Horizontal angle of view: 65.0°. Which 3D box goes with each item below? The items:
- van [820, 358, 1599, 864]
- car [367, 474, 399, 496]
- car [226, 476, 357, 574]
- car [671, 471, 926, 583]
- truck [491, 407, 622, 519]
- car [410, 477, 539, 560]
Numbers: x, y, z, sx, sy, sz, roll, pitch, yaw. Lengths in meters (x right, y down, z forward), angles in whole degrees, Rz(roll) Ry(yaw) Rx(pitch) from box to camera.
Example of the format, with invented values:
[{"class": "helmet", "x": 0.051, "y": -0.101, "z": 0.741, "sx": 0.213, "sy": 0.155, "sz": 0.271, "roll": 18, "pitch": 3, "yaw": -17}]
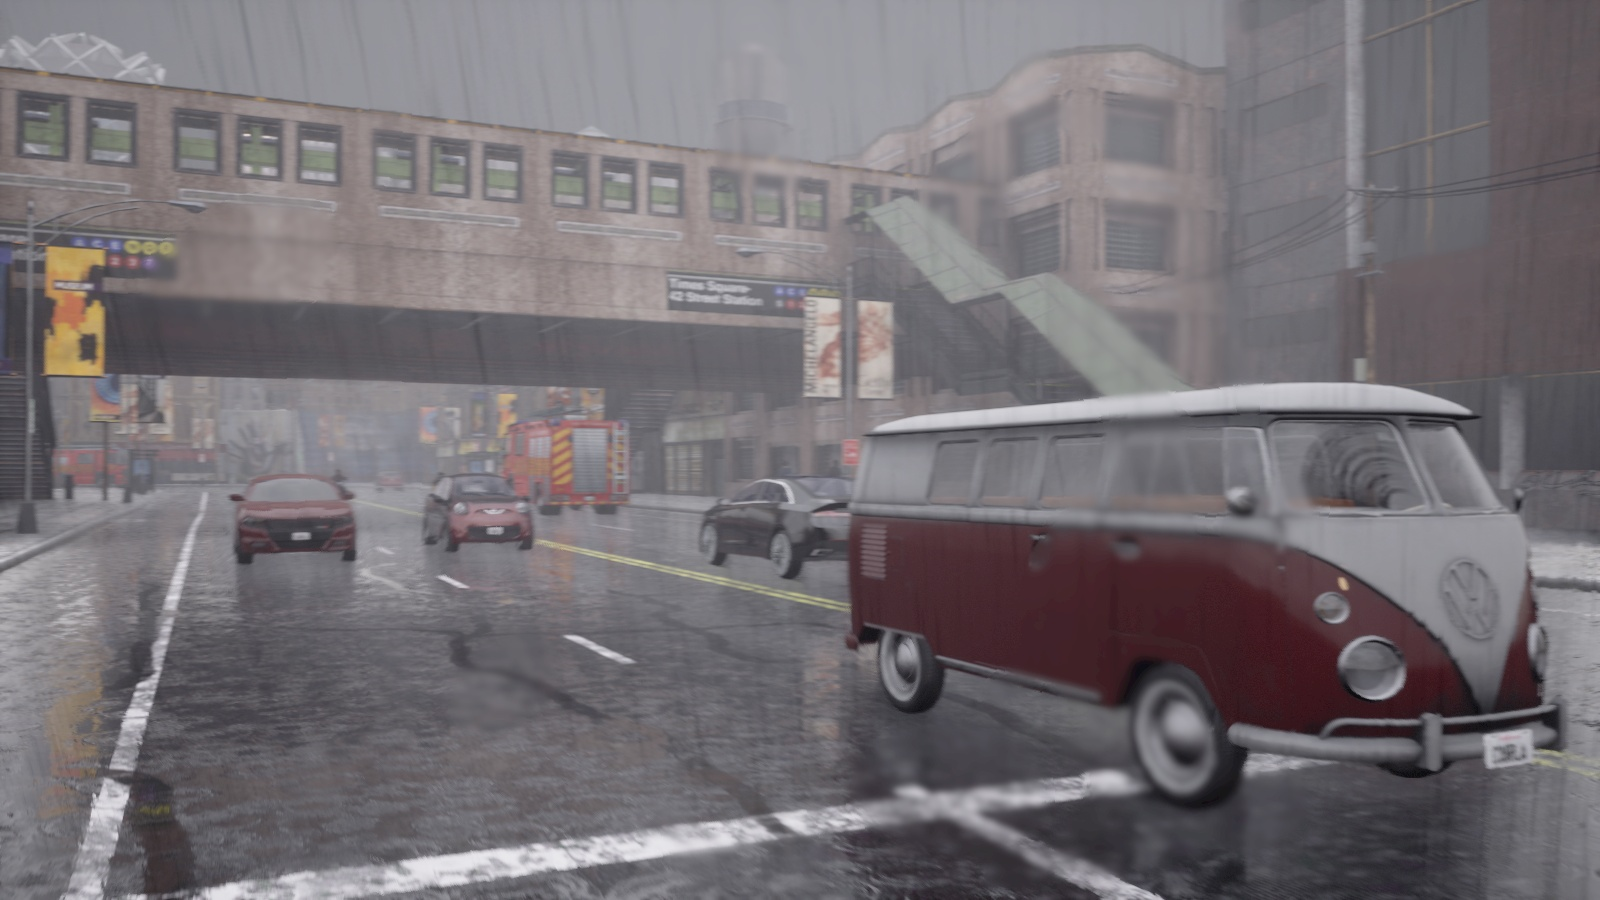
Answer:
[{"class": "van", "x": 1.907, "y": 0.680, "z": 7.335, "sx": 1.775, "sy": 1.987, "sz": 4.442, "roll": 0, "pitch": -1, "yaw": -25}, {"class": "car", "x": -30.496, "y": 2.562, "z": 91.807, "sx": 1.789, "sy": 1.549, "sz": 3.705, "roll": 0, "pitch": -1, "yaw": -26}, {"class": "car", "x": -9.257, "y": 1.241, "z": 22.617, "sx": 1.882, "sy": 1.535, "sz": 5.008, "roll": 0, "pitch": -1, "yaw": -25}, {"class": "car", "x": -0.197, "y": 1.108, "z": 19.880, "sx": 2.128, "sy": 1.511, "sz": 4.902, "roll": 0, "pitch": -1, "yaw": -25}, {"class": "truck", "x": -9.382, "y": 0.519, "z": 47.512, "sx": 2.891, "sy": 3.827, "sz": 8.468, "roll": 0, "pitch": -1, "yaw": -25}, {"class": "car", "x": -6.576, "y": 1.300, "z": 25.128, "sx": 1.845, "sy": 1.501, "sz": 3.633, "roll": 0, "pitch": -1, "yaw": -25}]
